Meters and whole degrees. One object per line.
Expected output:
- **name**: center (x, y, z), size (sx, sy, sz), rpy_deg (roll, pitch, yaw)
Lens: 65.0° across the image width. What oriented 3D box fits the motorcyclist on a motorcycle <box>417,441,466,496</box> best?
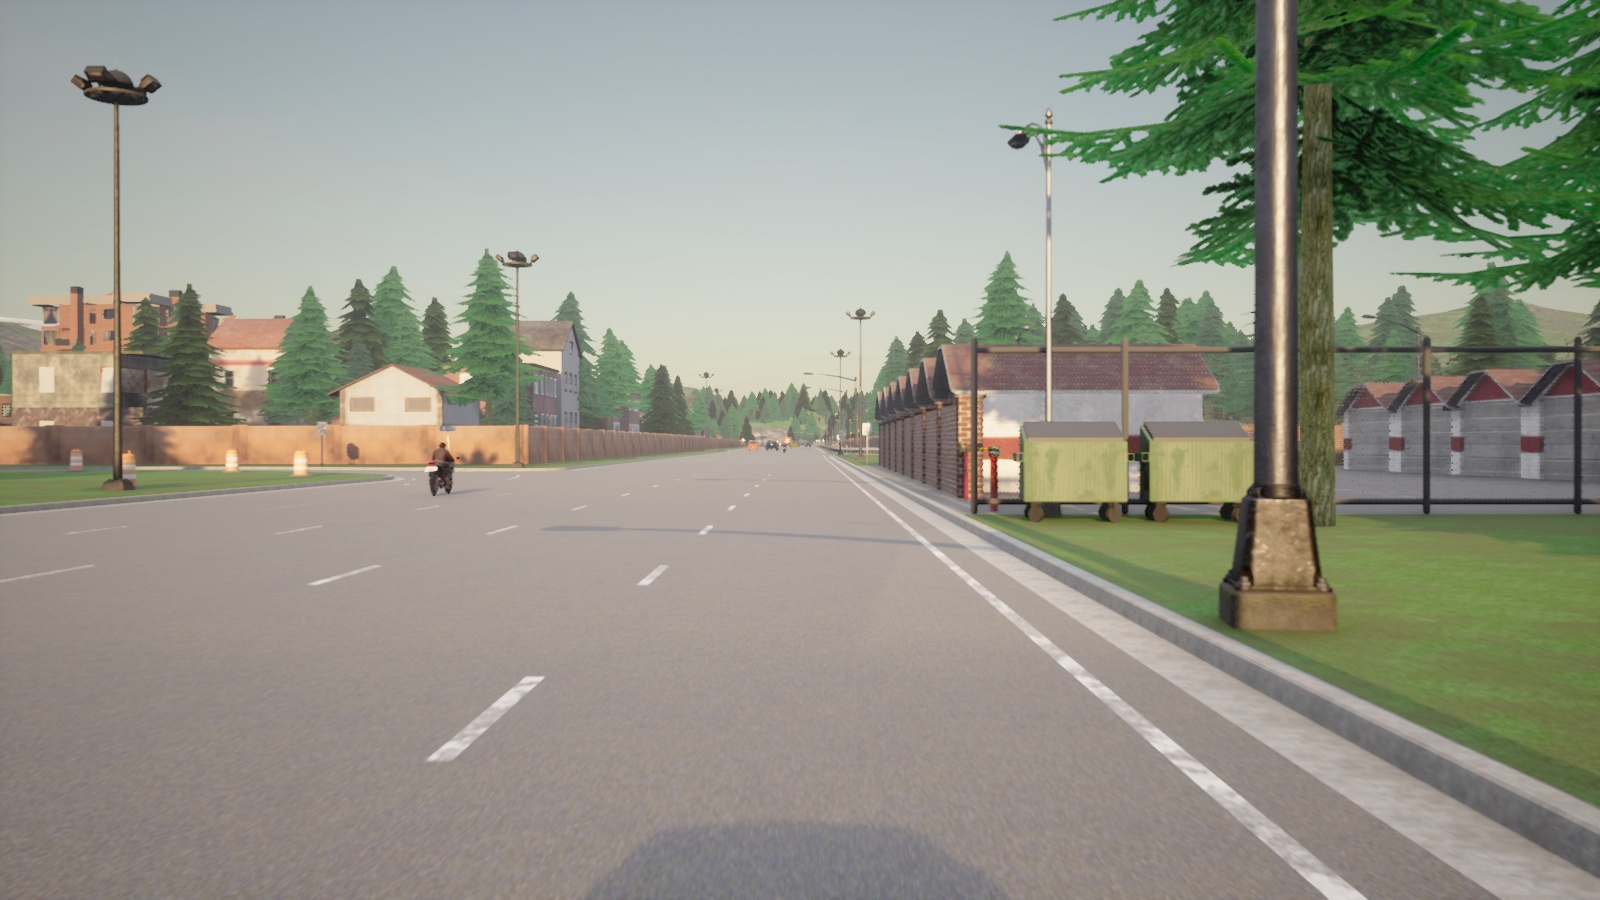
- **motorcyclist on a motorcycle**: center (-10.280, 0.517, 36.098), size (0.797, 1.523, 2.044), rpy_deg (0, 0, 0)
